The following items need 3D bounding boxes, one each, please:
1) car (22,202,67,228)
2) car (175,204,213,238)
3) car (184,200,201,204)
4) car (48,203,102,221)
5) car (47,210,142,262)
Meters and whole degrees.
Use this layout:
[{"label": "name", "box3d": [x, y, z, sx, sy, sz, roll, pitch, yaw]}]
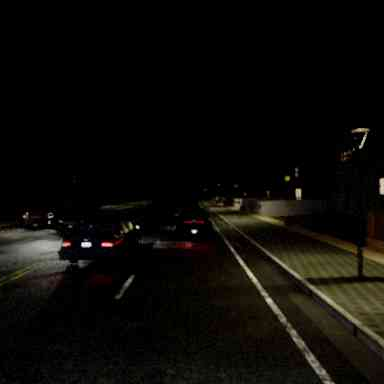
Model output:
[{"label": "car", "box3d": [-9.814, 1.504, 23.120, 2.097, 1.767, 4.553, 0, 0, 0]}, {"label": "car", "box3d": [0.112, 1.626, 18.338, 1.837, 1.490, 4.892, 0, 0, 0]}, {"label": "car", "box3d": [0.126, 1.794, 42.079, 1.837, 1.490, 4.892, 0, 0, 0]}, {"label": "car", "box3d": [-6.574, 1.626, 20.447, 2.128, 1.511, 4.902, 0, 0, 0]}, {"label": "car", "box3d": [-3.145, 1.628, 12.408, 2.033, 1.411, 5.357, 0, 0, 0]}]
